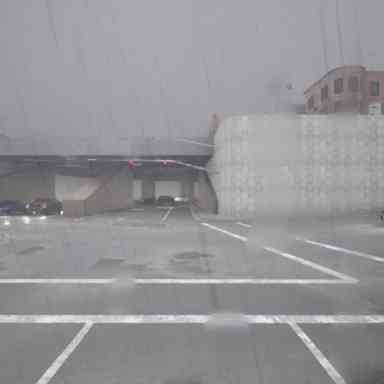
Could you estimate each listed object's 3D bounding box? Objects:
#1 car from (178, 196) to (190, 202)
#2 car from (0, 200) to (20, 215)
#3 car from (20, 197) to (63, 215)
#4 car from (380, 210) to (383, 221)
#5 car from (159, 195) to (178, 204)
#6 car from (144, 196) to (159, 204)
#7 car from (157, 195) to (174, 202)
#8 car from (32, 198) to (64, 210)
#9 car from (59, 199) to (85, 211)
[{"bbox_3d":[-2.265,1.524,75.136,1.812,1.442,4.674,0,0,28],"label":"car"},{"bbox_3d":[-18.356,1.526,33.706,1.812,1.442,4.674,0,0,-2],"label":"car"},{"bbox_3d":[-14.844,1.352,33.386,2.097,1.767,4.553,0,0,-2],"label":"car"},{"bbox_3d":[12.789,0.873,18.181,4.674,1.442,1.812,-7,0,-1],"label":"car"},{"bbox_3d":[-4.573,1.491,65.123,2.128,1.511,4.902,0,0,4],"label":"car"},{"bbox_3d":[-8.093,1.547,64.960,2.033,1.411,5.357,0,0,4],"label":"car"},{"bbox_3d":[-5.945,1.500,75.392,1.837,1.490,4.892,0,0,24],"label":"car"},{"bbox_3d":[-18.613,1.547,43.286,2.033,1.411,5.357,0,0,-2],"label":"car"},{"bbox_3d":[-15.077,1.564,41.992,1.994,1.385,4.181,0,0,-2],"label":"car"}]
